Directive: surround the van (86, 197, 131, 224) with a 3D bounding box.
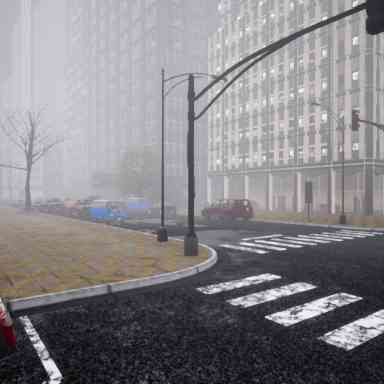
[{"bbox_3d":[-6.668,1.499,26.412,1.690,1.788,3.998,0,0,-36],"label":"van"}]

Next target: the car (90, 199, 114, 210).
[{"bbox_3d":[-13.539,1.844,49.862,1.752,1.417,4.829,0,0,-36],"label":"car"}]

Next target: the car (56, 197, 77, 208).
[{"bbox_3d":[-20.799,1.721,55.187,2.097,1.767,4.553,0,0,-36],"label":"car"}]

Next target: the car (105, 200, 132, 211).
[{"bbox_3d":[-10.057,1.848,45.138,1.947,1.339,4.313,0,0,-36],"label":"car"}]

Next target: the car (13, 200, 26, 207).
[{"bbox_3d":[-30.328,1.995,58.518,1.802,1.307,4.206,0,0,-36],"label":"car"}]

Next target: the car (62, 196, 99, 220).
[{"bbox_3d":[-10.048,1.511,30.998,2.192,1.841,5.009,0,0,-36],"label":"car"}]

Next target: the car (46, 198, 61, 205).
[{"bbox_3d":[-30.340,2.062,72.659,1.947,1.339,4.313,0,0,-36],"label":"car"}]

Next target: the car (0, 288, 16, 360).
[{"bbox_3d":[-4.264,1.440,3.515,4.097,1.590,1.967,0,0,-36],"label":"car"}]

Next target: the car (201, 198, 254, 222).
[{"bbox_3d":[2.878,1.454,27.585,2.192,1.841,5.009,0,0,-36],"label":"car"}]

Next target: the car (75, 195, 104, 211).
[{"bbox_3d":[-14.493,1.524,46.702,2.150,2.045,5.566,0,0,-36],"label":"car"}]

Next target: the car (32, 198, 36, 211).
[{"bbox_3d":[-20.188,1.746,44.758,1.967,1.590,4.097,0,0,-36],"label":"car"}]

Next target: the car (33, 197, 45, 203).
[{"bbox_3d":[-39.100,2.064,85.075,1.882,1.535,5.008,0,0,-36],"label":"car"}]

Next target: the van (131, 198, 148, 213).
[{"bbox_3d":[-6.678,1.586,40.552,1.690,1.788,3.998,0,0,-36],"label":"van"}]

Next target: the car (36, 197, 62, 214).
[{"bbox_3d":[-16.809,1.585,40.172,2.192,1.841,5.009,0,0,-36],"label":"car"}]

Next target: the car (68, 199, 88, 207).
[{"bbox_3d":[-20.198,1.941,58.898,2.008,1.369,4.403,0,0,-36],"label":"car"}]

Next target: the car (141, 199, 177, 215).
[{"bbox_3d":[-3.296,1.759,35.965,2.008,1.369,4.403,0,0,-36],"label":"car"}]
